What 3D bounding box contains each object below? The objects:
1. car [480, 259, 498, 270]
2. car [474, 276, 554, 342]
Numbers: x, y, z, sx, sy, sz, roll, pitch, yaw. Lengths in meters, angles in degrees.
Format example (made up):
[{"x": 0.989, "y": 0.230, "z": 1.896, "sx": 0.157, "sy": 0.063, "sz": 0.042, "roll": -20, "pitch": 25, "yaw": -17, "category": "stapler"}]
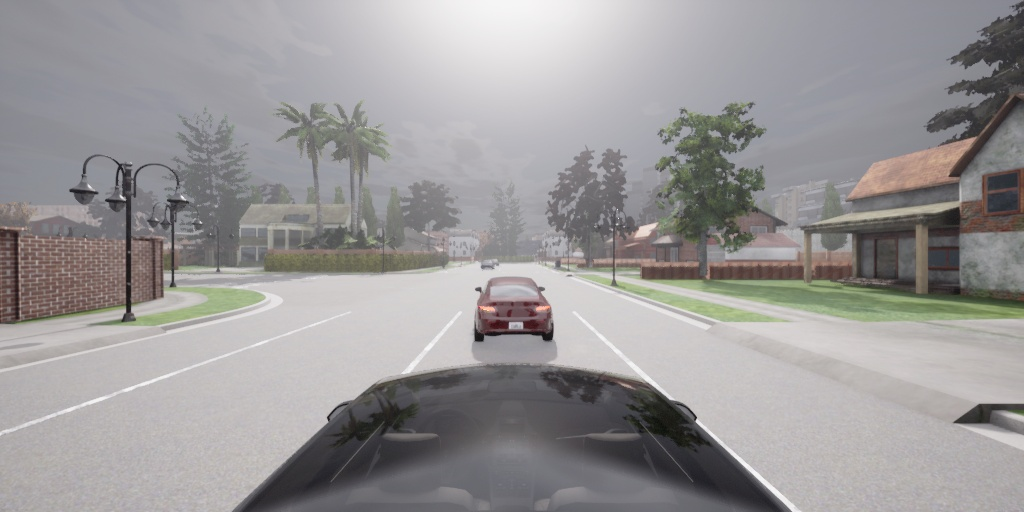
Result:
[{"x": -3.585, "y": 1.294, "z": 52.870, "sx": 2.033, "sy": 1.411, "sz": 5.357, "roll": 0, "pitch": 0, "yaw": 0, "category": "car"}, {"x": -0.027, "y": 1.275, "z": 9.712, "sx": 1.812, "sy": 1.442, "sz": 4.674, "roll": 0, "pitch": 0, "yaw": -3, "category": "car"}]
